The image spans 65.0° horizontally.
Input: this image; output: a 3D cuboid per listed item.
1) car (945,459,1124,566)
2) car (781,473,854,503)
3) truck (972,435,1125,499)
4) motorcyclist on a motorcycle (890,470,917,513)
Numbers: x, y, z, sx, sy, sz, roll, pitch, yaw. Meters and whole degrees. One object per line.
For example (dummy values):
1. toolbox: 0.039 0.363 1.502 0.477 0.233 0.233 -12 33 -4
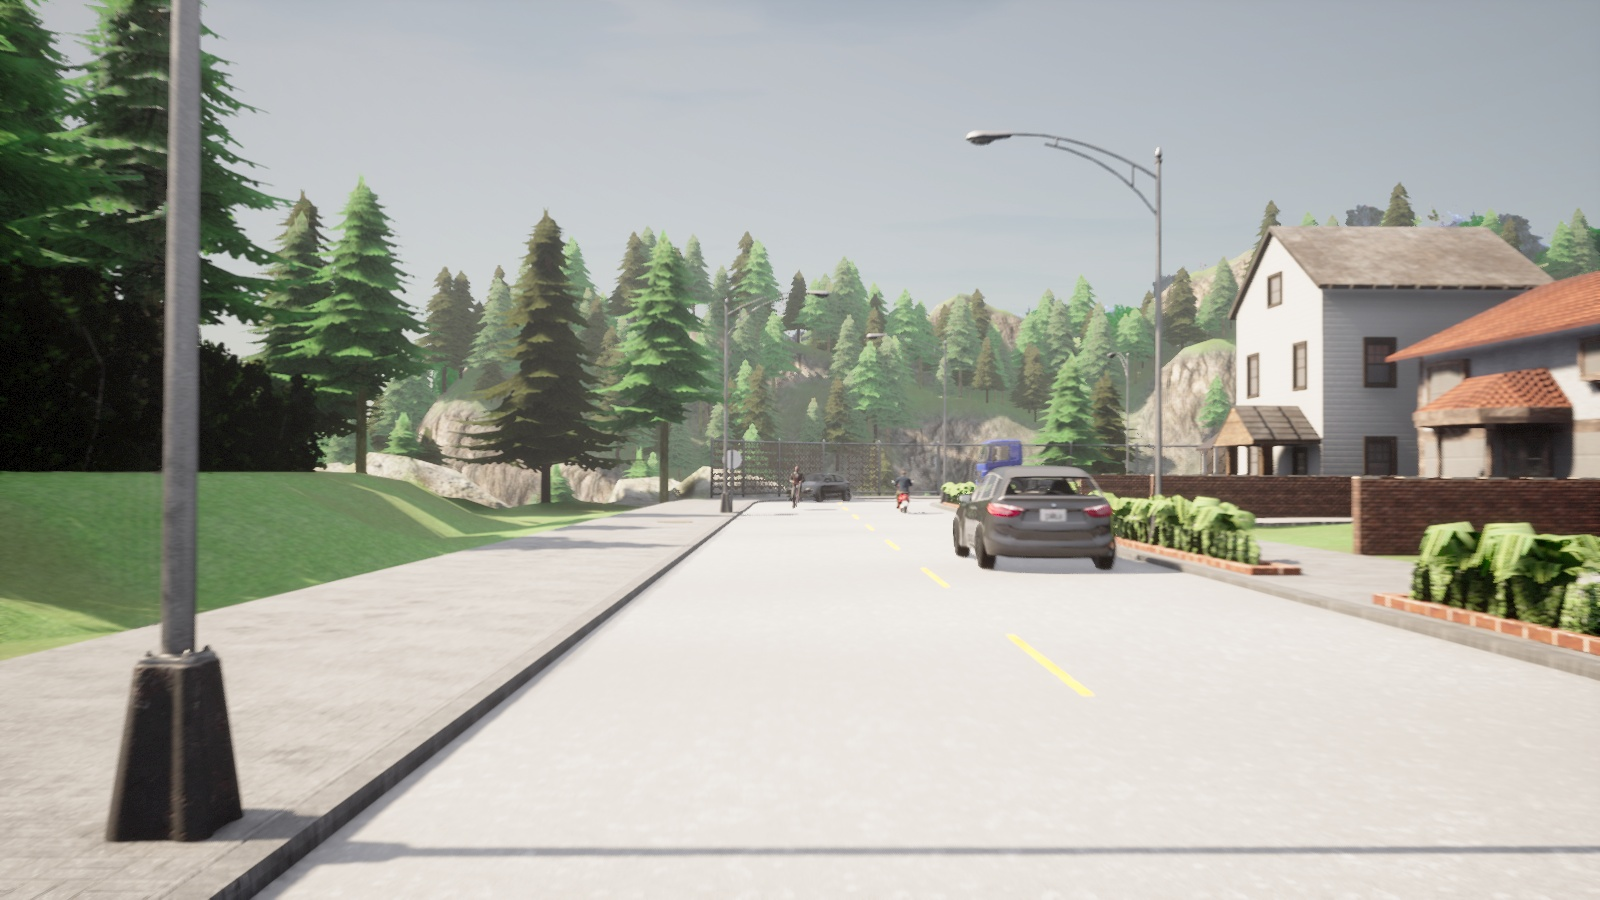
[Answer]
1. car: 3.946 1.013 21.994 2.242 1.667 4.611 0 -1 0
2. car: 0.943 1.897 63.662 1.816 1.474 4.193 -1 -1 31
3. truck: 13.831 0.960 70.259 7.936 3.462 2.891 0 -1 0
4. motorcyclist on a motorcycle: 3.884 1.550 47.414 0.866 1.590 1.817 0 -1 0
